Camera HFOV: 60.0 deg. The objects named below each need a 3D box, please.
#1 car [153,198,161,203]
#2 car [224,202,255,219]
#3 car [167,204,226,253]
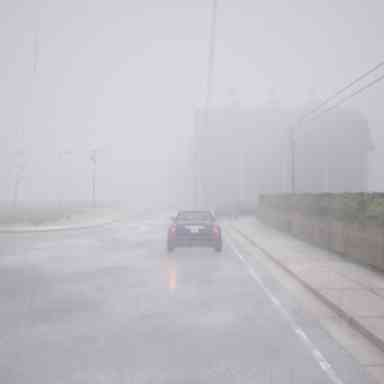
[{"bbox_3d":[-8.822,2.188,83.809,1.895,1.301,4.718,0,0,-3],"label":"car"},{"bbox_3d":[4.332,1.616,30.495,4.902,1.511,2.128,0,-1,-34],"label":"car"},{"bbox_3d":[0.099,1.456,14.407,2.097,1.767,4.553,0,0,0],"label":"car"}]
